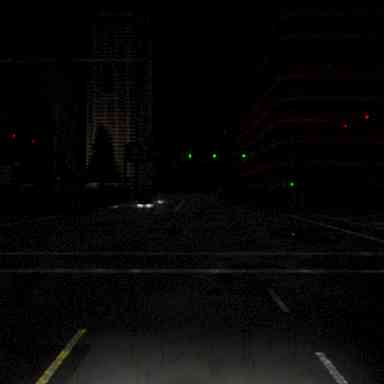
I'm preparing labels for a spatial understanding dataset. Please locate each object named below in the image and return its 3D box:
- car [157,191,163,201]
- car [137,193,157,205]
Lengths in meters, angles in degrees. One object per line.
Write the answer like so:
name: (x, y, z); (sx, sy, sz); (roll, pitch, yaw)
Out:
car: (-7.003, 1.009, 66.569); (1.882, 1.535, 5.008); (0, 0, 0)
car: (-7.064, 1.188, 51.021); (2.033, 1.411, 5.357); (0, 0, 0)
